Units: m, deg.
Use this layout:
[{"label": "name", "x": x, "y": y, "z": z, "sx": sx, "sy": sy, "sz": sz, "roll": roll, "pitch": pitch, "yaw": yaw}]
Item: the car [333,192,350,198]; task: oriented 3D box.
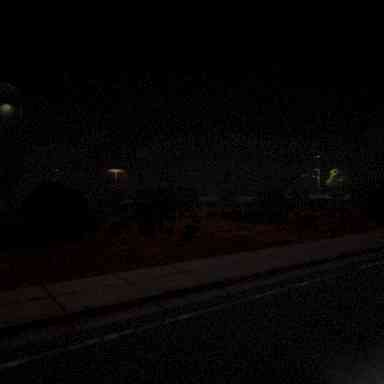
[{"label": "car", "x": 36.668, "y": 0.819, "z": 82.100, "sx": 1.812, "sy": 1.442, "sz": 4.674, "roll": -1, "pitch": 0, "yaw": -38}]
